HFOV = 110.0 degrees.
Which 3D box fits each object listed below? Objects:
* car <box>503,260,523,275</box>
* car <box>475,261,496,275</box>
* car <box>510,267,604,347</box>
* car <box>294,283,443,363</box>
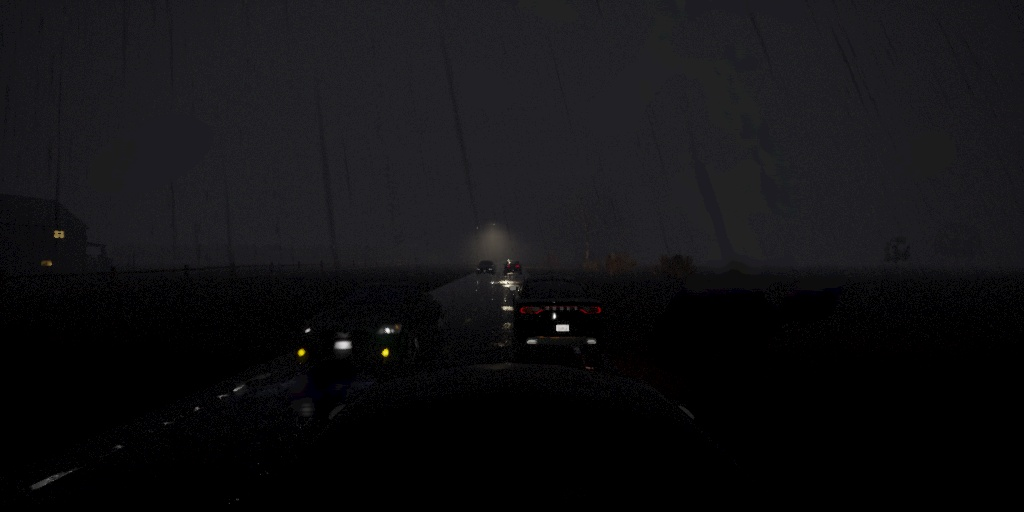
[{"bbox_3d":[0.101,1.234,38.691,2.128,1.511,4.902,0,0,0],"label":"car"},{"bbox_3d":[-2.736,1.247,38.204,1.837,1.490,4.892,0,0,0],"label":"car"},{"bbox_3d":[0.969,1.226,9.330,1.882,1.535,5.008,0,0,0],"label":"car"},{"bbox_3d":[-2.845,1.312,8.025,1.994,1.385,4.181,0,0,0],"label":"car"}]
